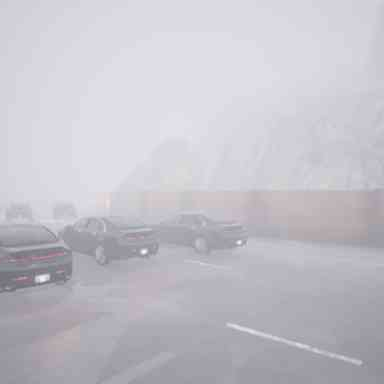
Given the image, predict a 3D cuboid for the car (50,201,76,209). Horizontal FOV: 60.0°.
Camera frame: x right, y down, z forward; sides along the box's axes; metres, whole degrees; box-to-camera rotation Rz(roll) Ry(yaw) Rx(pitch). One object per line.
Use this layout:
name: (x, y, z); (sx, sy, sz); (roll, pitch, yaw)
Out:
car: (-11.613, 1.594, 30.099); (1.837, 1.490, 4.892); (0, 0, -26)

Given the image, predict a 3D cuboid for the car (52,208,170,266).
car: (-3.165, 1.543, 11.877); (1.837, 1.490, 4.892); (0, 0, -45)

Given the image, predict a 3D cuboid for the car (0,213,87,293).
car: (-4.820, 1.532, 8.592); (4.892, 1.490, 1.837); (0, 0, 45)

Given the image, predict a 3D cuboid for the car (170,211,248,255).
car: (-0.019, 1.548, 13.661); (4.892, 1.490, 1.837); (0, 0, 45)

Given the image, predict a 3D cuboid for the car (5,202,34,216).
car: (-14.326, 1.587, 27.718); (1.837, 1.490, 4.892); (0, 0, -27)
